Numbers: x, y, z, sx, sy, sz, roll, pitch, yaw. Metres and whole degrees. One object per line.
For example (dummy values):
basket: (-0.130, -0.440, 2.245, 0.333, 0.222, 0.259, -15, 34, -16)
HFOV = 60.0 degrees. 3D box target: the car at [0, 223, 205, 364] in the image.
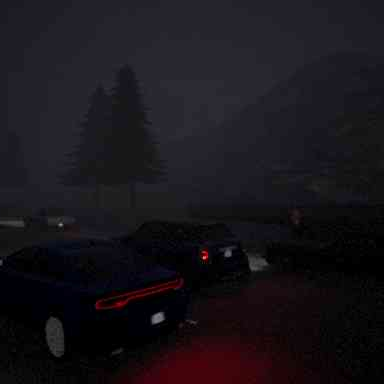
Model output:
car: (-2.335, 1.598, 6.205, 5.008, 1.535, 1.882, -1, -1, 41)

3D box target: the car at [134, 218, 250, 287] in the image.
car: (-0.711, 1.532, 9.488, 4.553, 1.767, 2.097, -1, -1, 42)

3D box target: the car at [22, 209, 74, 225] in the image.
car: (-10.183, 1.868, 23.338, 4.718, 1.301, 1.895, 0, -1, 44)

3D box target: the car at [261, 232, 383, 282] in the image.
car: (4.459, 1.800, 9.522, 4.718, 1.301, 1.895, -1, -1, 38)
